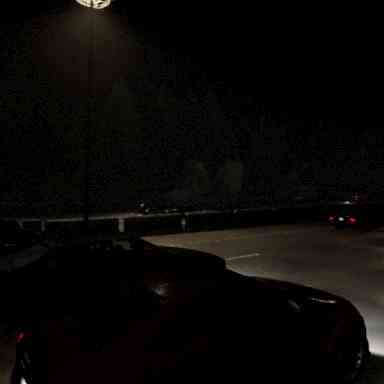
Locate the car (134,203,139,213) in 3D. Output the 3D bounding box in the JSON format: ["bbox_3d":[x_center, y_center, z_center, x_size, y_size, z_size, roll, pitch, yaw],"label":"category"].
[{"bbox_3d":[-3.926,1.337,35.580,4.553,1.767,2.097,0,0,-35],"label":"car"}]

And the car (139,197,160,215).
[{"bbox_3d":[-2.209,1.478,32.507,4.902,1.511,2.128,0,0,-35],"label":"car"}]

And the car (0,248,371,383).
[{"bbox_3d":[0.247,1.570,3.922,4.181,1.385,1.994,0,0,-35],"label":"car"}]

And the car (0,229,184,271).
[{"bbox_3d":[-1.749,1.552,6.797,5.357,1.411,2.033,0,0,-35],"label":"car"}]

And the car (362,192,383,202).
[{"bbox_3d":[31.775,1.055,56.636,5.357,1.411,2.033,-1,1,-35],"label":"car"}]

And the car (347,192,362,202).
[{"bbox_3d":[29.685,0.863,59.443,4.553,1.767,2.097,-1,1,-35],"label":"car"}]

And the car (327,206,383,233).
[{"bbox_3d":[10.194,1.523,19.614,5.357,1.411,2.033,0,0,-35],"label":"car"}]

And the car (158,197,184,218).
[{"bbox_3d":[-0.176,1.478,29.658,4.902,1.511,2.128,0,0,-35],"label":"car"}]

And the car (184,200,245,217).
[{"bbox_3d":[2.194,1.477,27.050,4.902,1.511,2.128,0,0,-35],"label":"car"}]

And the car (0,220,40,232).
[{"bbox_3d":[-4.967,1.507,8.801,4.892,1.490,1.837,0,0,-36],"label":"car"}]
